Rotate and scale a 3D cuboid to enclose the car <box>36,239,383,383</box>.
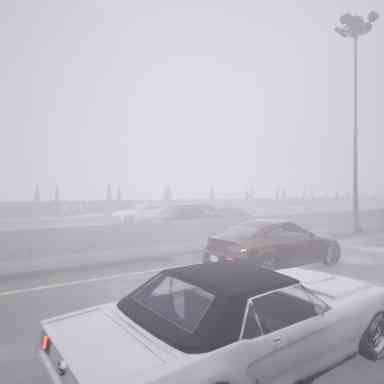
[{"bbox_3d":[0.726,1.601,4.264,4.718,1.301,1.895,0,0,-36],"label":"car"}]

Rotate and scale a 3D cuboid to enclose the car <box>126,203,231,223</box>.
[{"bbox_3d":[-0.595,1.352,16.465,4.553,1.767,2.097,0,0,-35],"label":"car"}]

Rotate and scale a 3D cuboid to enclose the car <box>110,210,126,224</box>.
[{"bbox_3d":[-3.309,1.526,23.127,4.674,1.442,1.812,0,0,-35],"label":"car"}]

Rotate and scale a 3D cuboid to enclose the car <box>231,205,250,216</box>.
[{"bbox_3d":[2.006,1.564,22.618,4.181,1.385,1.994,0,0,-35],"label":"car"}]

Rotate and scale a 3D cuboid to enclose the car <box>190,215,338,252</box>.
[{"bbox_3d":[2.436,1.526,9.783,4.674,1.442,1.812,0,0,-36],"label":"car"}]
